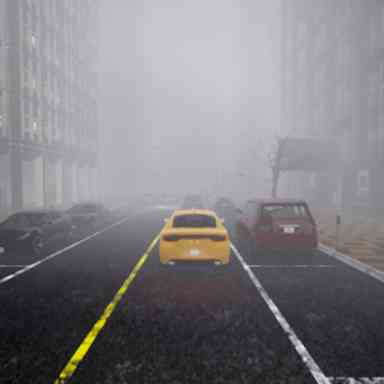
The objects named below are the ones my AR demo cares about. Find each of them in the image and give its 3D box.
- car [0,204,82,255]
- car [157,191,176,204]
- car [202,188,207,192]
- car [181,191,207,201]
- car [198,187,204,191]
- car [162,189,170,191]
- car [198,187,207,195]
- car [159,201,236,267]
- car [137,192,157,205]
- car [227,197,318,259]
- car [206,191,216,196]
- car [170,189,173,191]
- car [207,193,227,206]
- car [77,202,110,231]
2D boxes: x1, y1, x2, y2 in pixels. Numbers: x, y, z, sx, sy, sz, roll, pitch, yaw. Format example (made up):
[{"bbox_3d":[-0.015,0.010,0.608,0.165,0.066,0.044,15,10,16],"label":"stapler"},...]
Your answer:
[{"bbox_3d":[-5.839,1.347,12.224,1.947,1.339,4.313,-1,1,0],"label":"car"},{"bbox_3d":[-3.090,0.835,42.572,1.895,1.301,4.718,0,1,0],"label":"car"},{"bbox_3d":[2.677,0.609,46.199,1.967,1.590,4.097,-1,1,0],"label":"car"},{"bbox_3d":[0.091,0.964,30.180,1.837,1.490,4.892,0,1,0],"label":"car"},{"bbox_3d":[2.353,0.204,72.351,1.812,1.442,4.674,0,1,0],"label":"car"},{"bbox_3d":[-5.686,0.378,63.110,1.752,1.417,4.829,-1,1,0],"label":"car"},{"bbox_3d":[2.676,-0.263,85.911,2.192,1.841,5.009,-1,1,0],"label":"car"},{"bbox_3d":[0.074,1.286,10.660,1.882,1.535,5.008,0,1,0],"label":"car"},{"bbox_3d":[-5.668,0.853,40.589,1.802,1.307,4.206,-1,1,0],"label":"car"},{"bbox_3d":[2.713,1.106,11.670,2.192,1.841,5.009,-1,1,0],"label":"car"},{"bbox_3d":[2.679,0.925,34.854,2.008,1.369,4.403,-1,1,0],"label":"car"},{"bbox_3d":[-5.700,-0.029,85.973,2.008,1.369,4.403,-1,1,0],"label":"car"},{"bbox_3d":[2.679,1.042,29.181,1.947,1.339,4.313,-1,1,0],"label":"car"},{"bbox_3d":[-5.669,1.245,17.897,1.947,1.339,4.313,-1,1,0],"label":"car"}]
